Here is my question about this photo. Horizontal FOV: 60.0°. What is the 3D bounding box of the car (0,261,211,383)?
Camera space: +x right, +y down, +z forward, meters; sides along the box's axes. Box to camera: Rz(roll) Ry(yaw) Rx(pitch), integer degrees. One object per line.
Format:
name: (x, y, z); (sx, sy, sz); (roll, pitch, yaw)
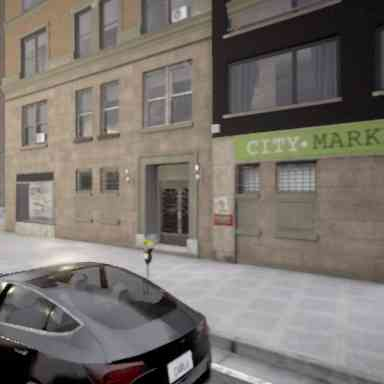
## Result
car: (-1.792, 1.560, 4.128); (4.313, 1.339, 1.947); (0, 0, 35)
